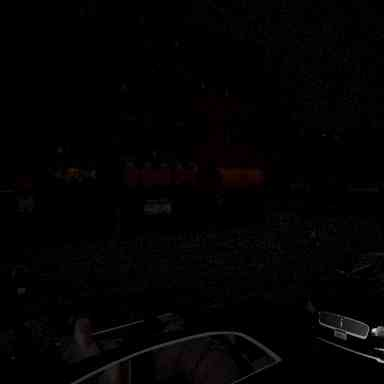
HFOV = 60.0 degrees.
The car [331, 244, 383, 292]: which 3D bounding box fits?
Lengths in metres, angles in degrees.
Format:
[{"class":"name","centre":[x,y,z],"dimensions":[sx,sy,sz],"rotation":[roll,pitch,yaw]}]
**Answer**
[{"class":"car","centre":[3.628,1.548,5.430],"dimensions":[4.403,1.369,2.008],"rotation":[0,-2,-36]}]

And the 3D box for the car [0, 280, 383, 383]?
[{"class":"car","centre":[-0.805,1.550,2.261],"dimensions":[4.403,1.369,2.008],"rotation":[0,-2,-36]}]
